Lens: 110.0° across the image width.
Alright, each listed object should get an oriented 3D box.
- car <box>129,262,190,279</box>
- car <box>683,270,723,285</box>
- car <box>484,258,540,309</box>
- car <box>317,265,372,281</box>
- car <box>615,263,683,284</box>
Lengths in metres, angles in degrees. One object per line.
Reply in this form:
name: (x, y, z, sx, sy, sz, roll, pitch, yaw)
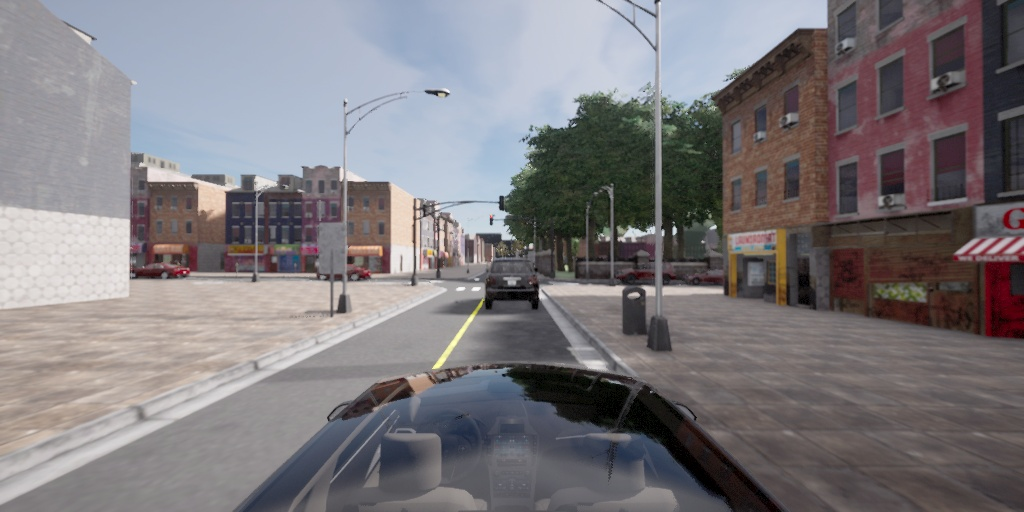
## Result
car: (-31.031, 1.294, 31.549, 4.507, 1.381, 1.888, 0, 0, 0)
car: (17.155, 1.833, 31.383, 4.207, 1.307, 1.802, 0, 0, 0)
car: (-0.001, 1.105, 15.872, 2.150, 2.045, 5.566, 0, 0, 0)
car: (-14.721, 1.452, 31.493, 4.507, 1.381, 1.888, 0, 0, 0)
car: (11.707, 1.503, 31.402, 5.009, 1.841, 2.192, 0, 0, 0)
